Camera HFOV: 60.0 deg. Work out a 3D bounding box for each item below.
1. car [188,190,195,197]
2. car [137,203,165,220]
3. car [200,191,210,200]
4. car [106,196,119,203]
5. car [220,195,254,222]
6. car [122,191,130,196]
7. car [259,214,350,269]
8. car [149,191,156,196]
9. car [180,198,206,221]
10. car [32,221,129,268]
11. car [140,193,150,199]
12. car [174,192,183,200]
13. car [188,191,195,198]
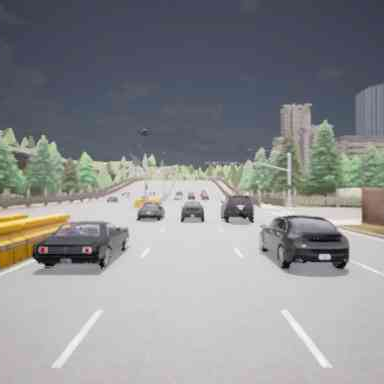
[{"bbox_3d":[-0.182,0.476,94.242,1.812,1.442,4.674,0,7,0],"label":"car"},{"bbox_3d":[-3.431,1.623,28.450,1.994,1.385,4.181,0,0,0],"label":"car"},{"bbox_3d":[3.376,1.245,84.242,1.812,1.442,4.674,0,3,0],"label":"car"},{"bbox_3d":[-17.564,1.631,73.653,2.128,1.511,4.902,0,1,0],"label":"car"},{"bbox_3d":[3.564,1.279,26.769,2.150,2.045,5.566,0,0,0],"label":"car"},{"bbox_3d":[-17.652,0.505,89.107,1.837,1.490,4.892,0,4,0],"label":"car"},{"bbox_3d":[3.558,1.526,11.287,1.837,1.490,4.892,0,-1,0],"label":"car"},{"bbox_3d":[-10.653,0.505,89.147,1.837,1.490,4.892,0,4,0],"label":"car"},{"bbox_3d":[0.066,1.565,27.942,1.837,1.490,4.892,0,0,0],"label":"car"},{"bbox_3d":[-3.440,1.625,11.358,1.895,1.301,4.718,0,0,0],"label":"car"},{"bbox_3d":[-10.564,1.631,73.690,2.128,1.511,4.902,0,1,0],"label":"car"},{"bbox_3d":[-3.624,1.314,84.236,1.895,1.301,4.718,0,3,0],"label":"car"},{"bbox_3d":[-0.124,1.198,84.219,1.882,1.535,5.008,0,3,0],"label":"car"}]
